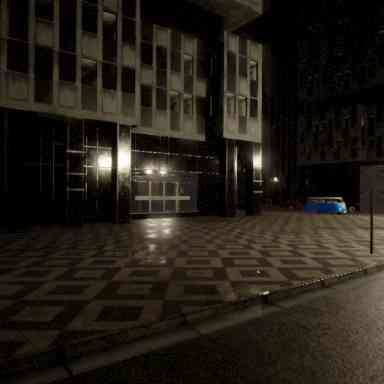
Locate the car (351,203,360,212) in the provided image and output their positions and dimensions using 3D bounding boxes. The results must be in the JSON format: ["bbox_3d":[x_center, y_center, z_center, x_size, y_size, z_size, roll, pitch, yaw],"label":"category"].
[{"bbox_3d":[20.622,1.725,39.068,1.947,1.339,4.313,0,0,-36],"label":"car"}]

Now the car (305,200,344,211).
[{"bbox_3d":[17.339,1.749,43.665,2.008,1.369,4.403,0,0,-36],"label":"car"}]

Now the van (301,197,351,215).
[{"bbox_3d":[13.690,1.425,34.108,1.690,1.788,3.998,0,0,-36],"label":"van"}]

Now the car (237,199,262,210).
[{"bbox_3d":[7.124,1.706,43.301,1.887,1.381,4.507,0,0,-36],"label":"car"}]

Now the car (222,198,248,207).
[{"bbox_3d":[7.391,1.839,57.594,1.752,1.417,4.829,0,0,-36],"label":"car"}]

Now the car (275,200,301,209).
[{"bbox_3d":[14.056,1.818,48.262,1.802,1.307,4.206,0,0,-36],"label":"car"}]
